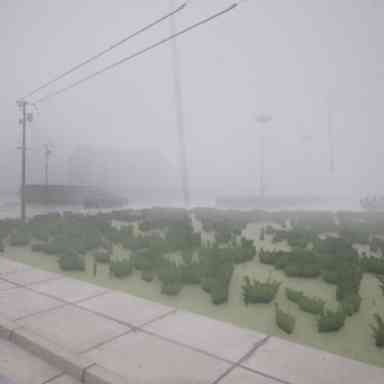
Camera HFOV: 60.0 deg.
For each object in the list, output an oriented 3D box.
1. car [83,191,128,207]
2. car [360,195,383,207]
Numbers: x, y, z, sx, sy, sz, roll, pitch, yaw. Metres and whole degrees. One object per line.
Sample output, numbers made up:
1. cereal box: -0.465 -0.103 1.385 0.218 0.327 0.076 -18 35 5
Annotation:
1. car: -8.624 0.803 33.639 2.097 1.767 4.553 2 1 34
2. car: 21.305 1.284 36.945 4.605 1.855 1.932 2 1 36
